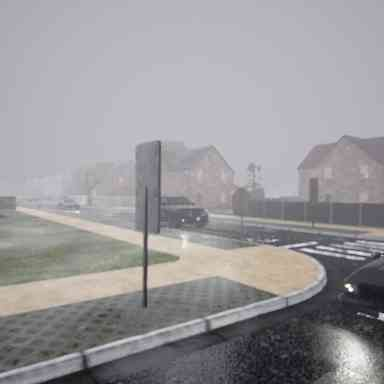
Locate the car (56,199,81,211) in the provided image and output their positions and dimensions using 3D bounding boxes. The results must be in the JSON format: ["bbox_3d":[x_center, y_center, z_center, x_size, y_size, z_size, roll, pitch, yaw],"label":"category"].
[{"bbox_3d":[-15.451,1.546,41.299,2.033,1.411,5.357,1,-1,-35],"label":"car"}]

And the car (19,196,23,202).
[{"bbox_3d":[-40.965,1.712,81.209,2.128,1.511,4.902,1,-1,-36],"label":"car"}]

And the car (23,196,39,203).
[{"bbox_3d":[-34.939,1.567,72.917,2.128,1.511,4.902,1,-1,-36],"label":"car"}]

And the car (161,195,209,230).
[{"bbox_3d":[-1.251,1.207,21.684,2.150,2.045,5.566,1,0,-36],"label":"car"}]

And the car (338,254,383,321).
[{"bbox_3d":[5.176,1.551,6.654,5.357,1.411,2.033,0,0,-36],"label":"car"}]
